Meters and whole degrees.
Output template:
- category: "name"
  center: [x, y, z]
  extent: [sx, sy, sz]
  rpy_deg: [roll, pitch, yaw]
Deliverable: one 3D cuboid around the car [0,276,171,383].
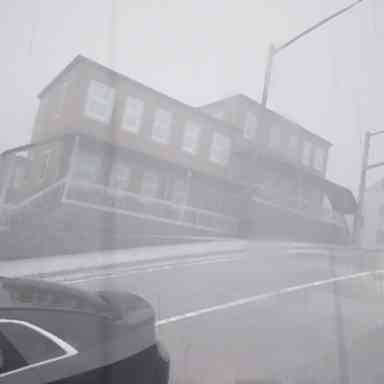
- category: "car"
  center: [-2.473, 1.502, 2.199]
  extent: [4.892, 1.490, 1.837]
  rpy_deg: [0, 0, -35]
